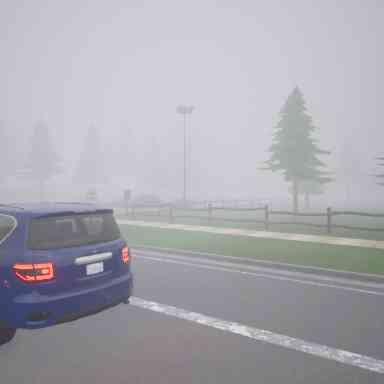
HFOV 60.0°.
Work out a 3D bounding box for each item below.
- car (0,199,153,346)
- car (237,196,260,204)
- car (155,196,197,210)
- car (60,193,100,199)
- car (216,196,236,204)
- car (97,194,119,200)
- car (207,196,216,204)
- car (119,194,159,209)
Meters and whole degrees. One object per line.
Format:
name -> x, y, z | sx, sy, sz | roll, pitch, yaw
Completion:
car -> -3.598, 1.221, 6.501 | 5.566, 2.045, 2.150 | 0, 0, 36
car -> 10.933, 1.478, 62.078 | 1.882, 1.535, 5.008 | 0, 0, 35
car -> -1.996, 1.547, 43.740 | 2.033, 1.411, 5.357 | 0, 0, 35
car -> -14.524, 1.352, 44.149 | 2.097, 1.767, 4.553 | 0, 0, 35
car -> 7.045, 1.525, 62.653 | 1.812, 1.442, 4.674 | 0, 0, 35
car -> -9.846, 1.477, 44.730 | 1.882, 1.535, 5.008 | 0, 0, 35
car -> 4.945, 1.548, 65.739 | 2.033, 1.411, 5.357 | 0, 0, 35
car -> -6.426, 1.221, 43.515 | 2.150, 2.045, 5.566 | 0, 0, 35
